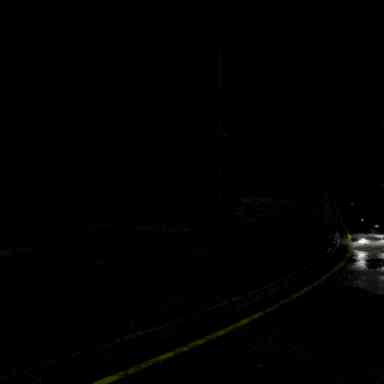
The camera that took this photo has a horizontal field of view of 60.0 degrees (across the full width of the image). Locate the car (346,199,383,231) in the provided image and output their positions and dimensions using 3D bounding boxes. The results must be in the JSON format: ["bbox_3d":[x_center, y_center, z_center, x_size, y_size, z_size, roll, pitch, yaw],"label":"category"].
[{"bbox_3d":[10.837,1.382,20.241,2.033,1.411,5.357,0,1,21],"label":"car"}]

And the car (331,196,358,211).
[{"bbox_3d":[15.941,1.151,34.421,2.033,1.411,5.357,0,1,-1],"label":"car"}]
